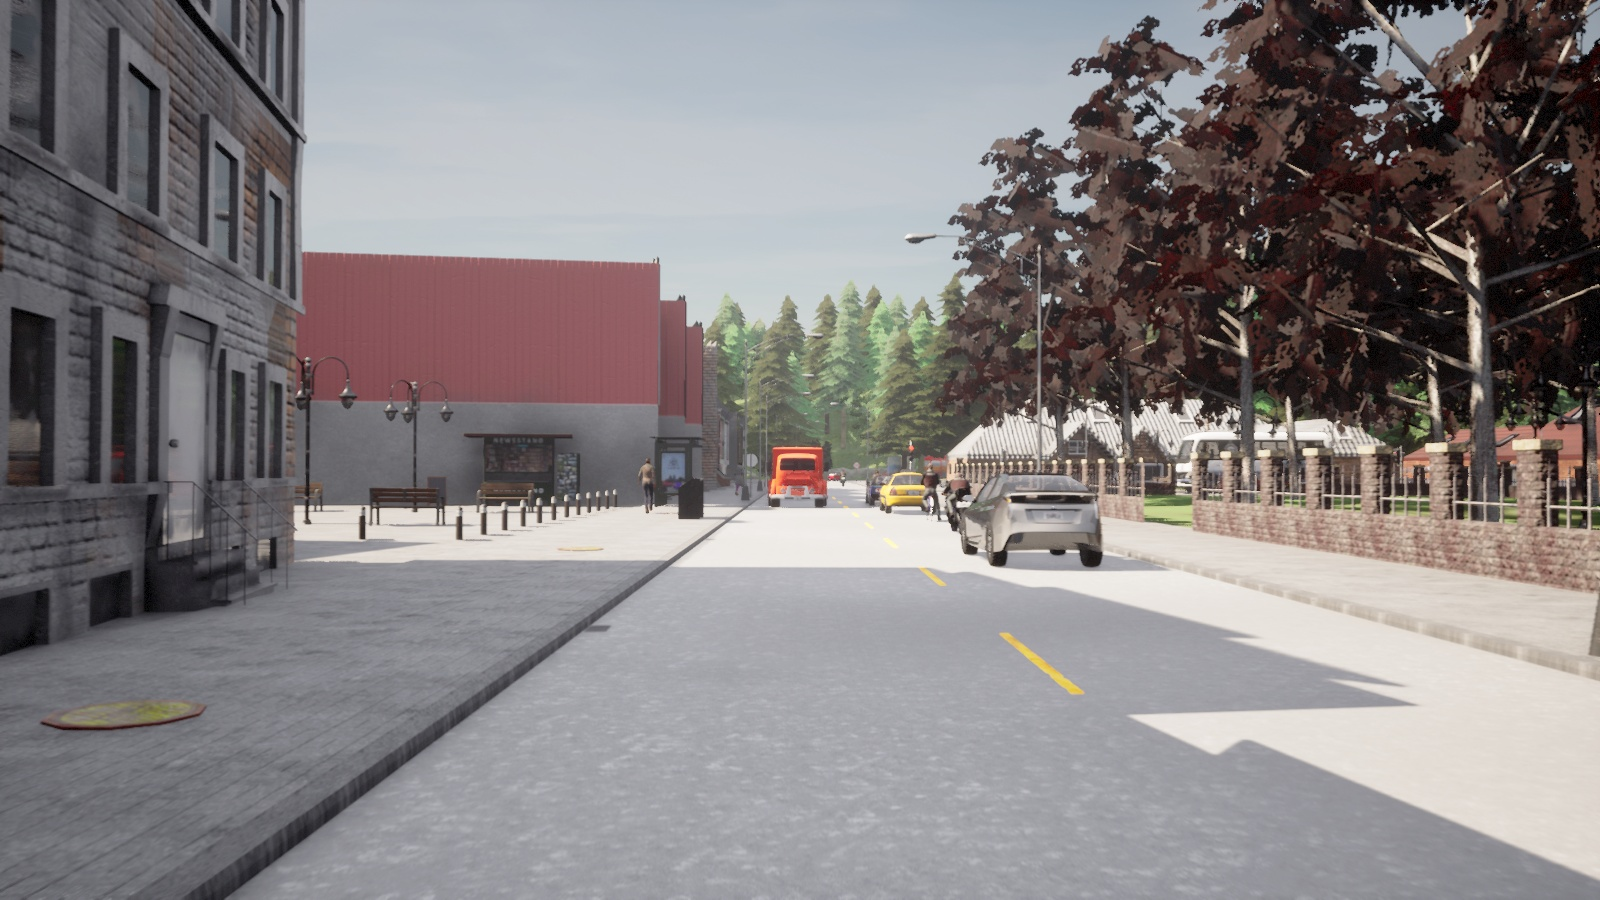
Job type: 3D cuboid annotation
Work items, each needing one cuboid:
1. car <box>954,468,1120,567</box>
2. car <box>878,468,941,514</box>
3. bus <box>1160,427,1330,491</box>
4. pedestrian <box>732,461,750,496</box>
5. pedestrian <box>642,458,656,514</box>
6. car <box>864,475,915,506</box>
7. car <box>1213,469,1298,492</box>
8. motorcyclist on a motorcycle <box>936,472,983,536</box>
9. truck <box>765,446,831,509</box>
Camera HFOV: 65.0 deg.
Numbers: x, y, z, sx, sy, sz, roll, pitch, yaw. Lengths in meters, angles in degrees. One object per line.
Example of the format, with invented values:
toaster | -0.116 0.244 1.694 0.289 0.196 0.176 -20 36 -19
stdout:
car | 3.947 1.081 21.708 2.007 1.525 4.514 0 -1 0
car | 3.917 1.444 45.632 1.801 1.575 5.366 0 -1 0
bus | 30.508 0.657 86.547 10.273 4.253 3.944 0 -1 0
pedestrian | -3.315 1.619 70.410 0.659 1.952 0.873 -1 -1 32
pedestrian | -4.880 1.161 40.620 0.328 1.805 0.869 0 -1 1
car | 3.908 1.755 55.256 1.895 1.301 4.718 0 -1 0
car | 29.851 1.972 82.417 4.792 1.488 2.163 0 -1 -2
motorcyclist on a motorcycle | 3.934 1.315 31.133 0.866 1.530 2.191 0 -1 0
truck | -0.092 1.139 52.373 2.627 2.467 5.204 0 -1 0
